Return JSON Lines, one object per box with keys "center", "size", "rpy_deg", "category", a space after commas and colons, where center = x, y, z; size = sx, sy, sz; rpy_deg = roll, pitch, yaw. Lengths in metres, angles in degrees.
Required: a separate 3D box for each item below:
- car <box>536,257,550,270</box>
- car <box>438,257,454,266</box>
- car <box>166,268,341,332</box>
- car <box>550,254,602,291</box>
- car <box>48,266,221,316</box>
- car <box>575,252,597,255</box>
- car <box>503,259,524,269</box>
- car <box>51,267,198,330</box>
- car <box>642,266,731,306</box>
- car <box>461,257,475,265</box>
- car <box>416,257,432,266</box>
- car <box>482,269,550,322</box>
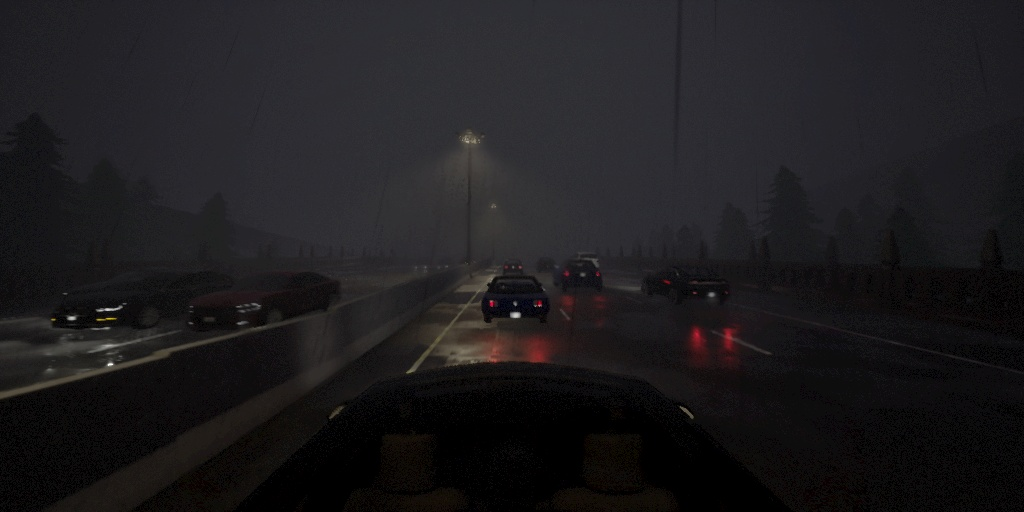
{"center": [3.604, 0.850, 38.190], "size": [1.882, 1.535, 5.008], "rpy_deg": [0, 1, 0], "category": "car"}
{"center": [-10.494, 0.853, 57.360], "size": [2.033, 1.411, 5.357], "rpy_deg": [0, -1, 0], "category": "car"}
{"center": [-7.098, 1.184, 10.905], "size": [1.882, 1.535, 5.008], "rpy_deg": [0, 1, 0], "category": "car"}
{"center": [3.602, 0.943, 20.330], "size": [2.097, 1.767, 4.553], "rpy_deg": [0, 1, 0], "category": "car"}
{"center": [-14.097, 1.195, 13.928], "size": [1.812, 1.442, 4.674], "rpy_deg": [0, 1, 0], "category": "car"}
{"center": [7.115, 0.627, 35.547], "size": [2.150, 2.045, 5.566], "rpy_deg": [0, 1, 0], "category": "car"}
{"center": [0.104, 0.979, 33.321], "size": [2.033, 1.411, 5.357], "rpy_deg": [0, 1, 0], "category": "car"}
{"center": [-10.598, 1.208, 11.054], "size": [1.837, 1.490, 4.892], "rpy_deg": [0, 1, 0], "category": "car"}
{"center": [7.102, 1.146, 15.145], "size": [2.128, 1.511, 4.902], "rpy_deg": [0, 1, 0], "category": "car"}
{"center": [-6.994, 0.853, 57.360], "size": [2.033, 1.411, 5.357], "rpy_deg": [0, -1, 0], "category": "car"}
{"center": [-13.994, 0.870, 57.361], "size": [1.812, 1.442, 4.674], "rpy_deg": [0, -1, 0], "category": "car"}
{"center": [0.102, 1.294, 11.975], "size": [1.895, 1.301, 4.718], "rpy_deg": [0, 1, 0], "category": "car"}
